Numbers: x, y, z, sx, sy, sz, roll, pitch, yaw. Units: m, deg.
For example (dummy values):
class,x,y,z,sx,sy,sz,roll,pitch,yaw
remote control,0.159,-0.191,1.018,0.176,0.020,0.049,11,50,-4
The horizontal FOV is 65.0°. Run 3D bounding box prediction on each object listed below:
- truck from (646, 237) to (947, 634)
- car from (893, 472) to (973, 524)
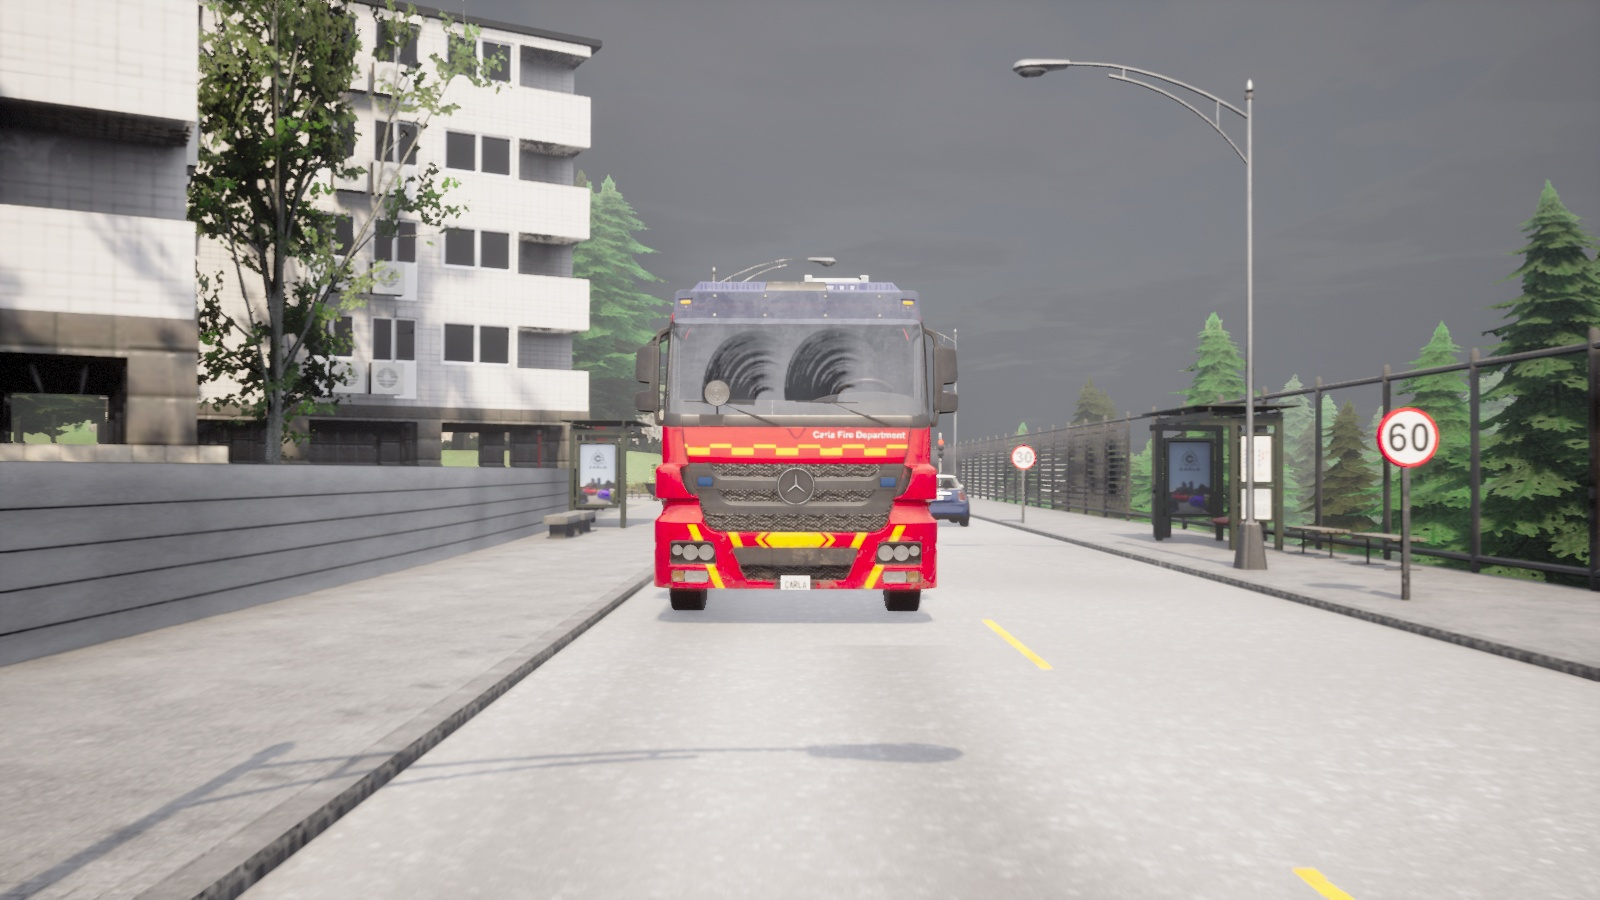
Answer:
class,x,y,z,sx,sy,sz,roll,pitch,yaw
truck,-0.047,-0.076,16.387,2.891,3.827,8.468,0,-1,0
car,3.902,1.390,37.374,1.970,1.475,3.806,0,-1,0
